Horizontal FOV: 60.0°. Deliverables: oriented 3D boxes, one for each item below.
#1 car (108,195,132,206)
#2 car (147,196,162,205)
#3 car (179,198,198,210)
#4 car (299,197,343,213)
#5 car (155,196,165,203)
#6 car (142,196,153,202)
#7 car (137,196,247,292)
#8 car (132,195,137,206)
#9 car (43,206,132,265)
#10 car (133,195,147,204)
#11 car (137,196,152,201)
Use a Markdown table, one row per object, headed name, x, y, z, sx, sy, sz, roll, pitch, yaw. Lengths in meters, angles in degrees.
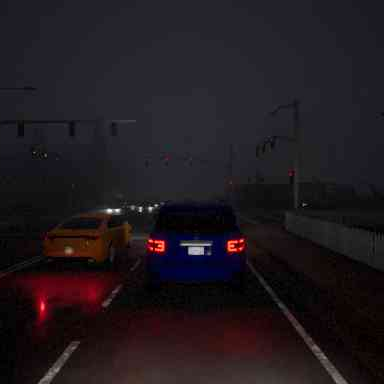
| name | x | y | z | sx | sy | sz | roll | pitch | yaw |
| --- | --- | --- | --- | --- | --- | --- | --- | --- | --- |
| car | -10.454 | 1.491 | 47.050 | 2.128 | 1.511 | 4.902 | 0 | 0 | 0 |
| car | -6.885 | 1.547 | 61.238 | 2.033 | 1.411 | 5.357 | 0 | 0 | 1 |
| car | -0.389 | 1.547 | 45.238 | 2.033 | 1.411 | 5.357 | 0 | 0 | 6 |
| car | 13.795 | 1.352 | 36.174 | 4.553 | 1.767 | 2.097 | 0 | 0 | -1 |
| car | -6.789 | 1.524 | 71.176 | 1.812 | 1.442 | 4.674 | 0 | 0 | 0 |
| car | -10.273 | 1.595 | 76.566 | 1.895 | 1.301 | 4.718 | 0 | 0 | 0 |
| car | 0.089 | 1.221 | 9.061 | 2.150 | 2.045 | 5.566 | 0 | 0 | 0 |
| car | -10.416 | 1.352 | 56.178 | 2.097 | 1.767 | 4.553 | 0 | 0 | 0 |
| car | -3.389 | 1.478 | 11.686 | 1.882 | 1.535 | 5.008 | 0 | 0 | 0 |
| car | -10.327 | 1.478 | 66.232 | 1.882 | 1.535 | 5.008 | 0 | 0 | 0 |
| car | -6.927 | 1.526 | 51.649 | 1.812 | 1.442 | 4.674 | 0 | 0 | 0 |
